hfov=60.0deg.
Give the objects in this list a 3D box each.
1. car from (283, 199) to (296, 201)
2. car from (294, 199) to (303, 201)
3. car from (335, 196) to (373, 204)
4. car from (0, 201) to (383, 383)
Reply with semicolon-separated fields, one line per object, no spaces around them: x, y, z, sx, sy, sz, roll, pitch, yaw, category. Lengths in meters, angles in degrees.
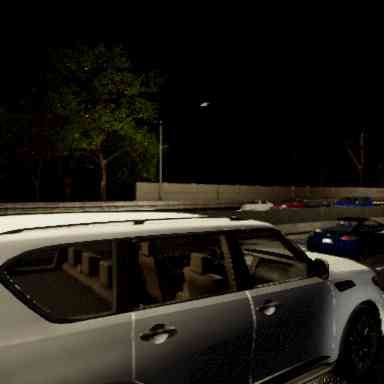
11.028;1.559;37.646;4.553;1.767;2.097;1;0;-35;car
13.006;1.770;34.759;4.181;1.385;1.994;1;0;-35;car
15.415;1.431;32.182;5.566;2.045;2.150;1;0;-35;car
0.009;1.237;3.799;5.566;2.045;2.150;0;0;-35;car
